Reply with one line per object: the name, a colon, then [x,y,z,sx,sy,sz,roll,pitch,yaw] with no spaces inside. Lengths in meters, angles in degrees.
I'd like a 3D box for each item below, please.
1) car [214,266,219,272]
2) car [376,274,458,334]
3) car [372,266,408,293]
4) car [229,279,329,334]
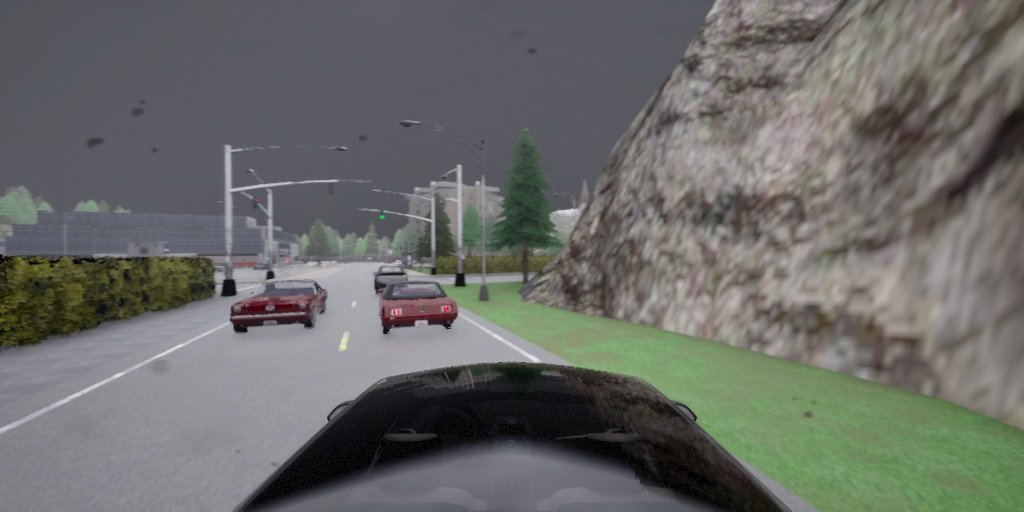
car: [-21.440,1.553,22.434,4.181,1.385,1.994,-1,0,-22]
car: [-3.053,1.393,10.975,1.895,1.301,4.718,-1,0,-21]
car: [-7.336,1.339,21.726,2.128,1.511,4.902,0,0,-21]
car: [-7.065,1.433,11.330,1.895,1.301,4.718,-1,0,-22]
